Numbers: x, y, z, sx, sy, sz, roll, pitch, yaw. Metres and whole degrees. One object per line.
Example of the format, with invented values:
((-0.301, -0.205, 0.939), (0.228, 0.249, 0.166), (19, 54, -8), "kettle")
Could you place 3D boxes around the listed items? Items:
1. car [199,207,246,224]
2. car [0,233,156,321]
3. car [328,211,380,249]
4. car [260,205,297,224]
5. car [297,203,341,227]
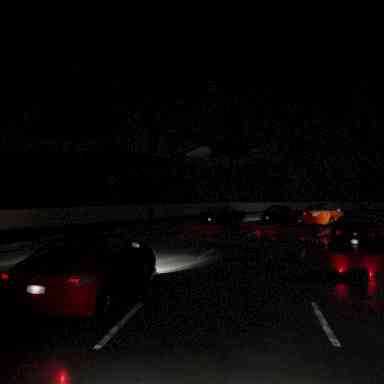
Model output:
((2.660, 1.871, 27.696), (1.895, 1.301, 4.718), (0, -1, 36), "car")
((-2.240, 1.618, 7.523), (1.994, 1.385, 4.181), (0, -1, 10), "car")
((7.791, 1.800, 15.885), (1.895, 1.301, 4.718), (0, -1, 26), "car")
((7.268, 1.826, 27.511), (1.812, 1.442, 4.674), (0, -1, 39), "car")
((10.016, 1.650, 25.265), (2.097, 1.767, 4.553), (0, -1, 38), "car")
